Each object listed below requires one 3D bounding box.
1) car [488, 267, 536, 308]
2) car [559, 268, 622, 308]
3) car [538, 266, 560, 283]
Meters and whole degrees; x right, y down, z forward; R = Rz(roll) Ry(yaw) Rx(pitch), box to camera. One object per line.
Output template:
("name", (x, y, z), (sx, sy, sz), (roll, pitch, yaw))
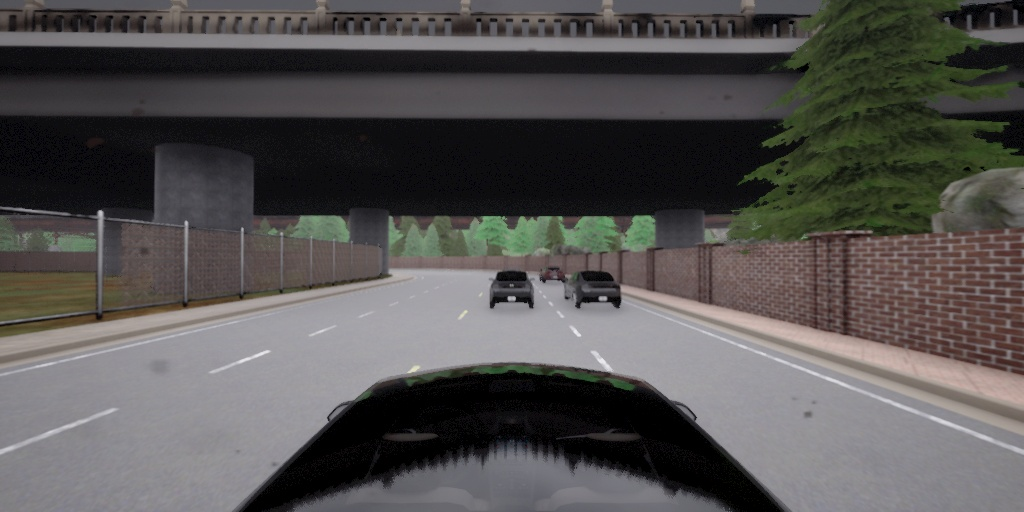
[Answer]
("car", (-0.006, 1.395, 16.154), (1.837, 1.490, 4.892), (0, 0, 0))
("car", (3.494, 1.395, 16.158), (1.837, 1.490, 4.892), (0, 0, 0))
("car", (3.454, 1.557, 31.232), (1.812, 1.442, 4.674), (0, 0, -1))
